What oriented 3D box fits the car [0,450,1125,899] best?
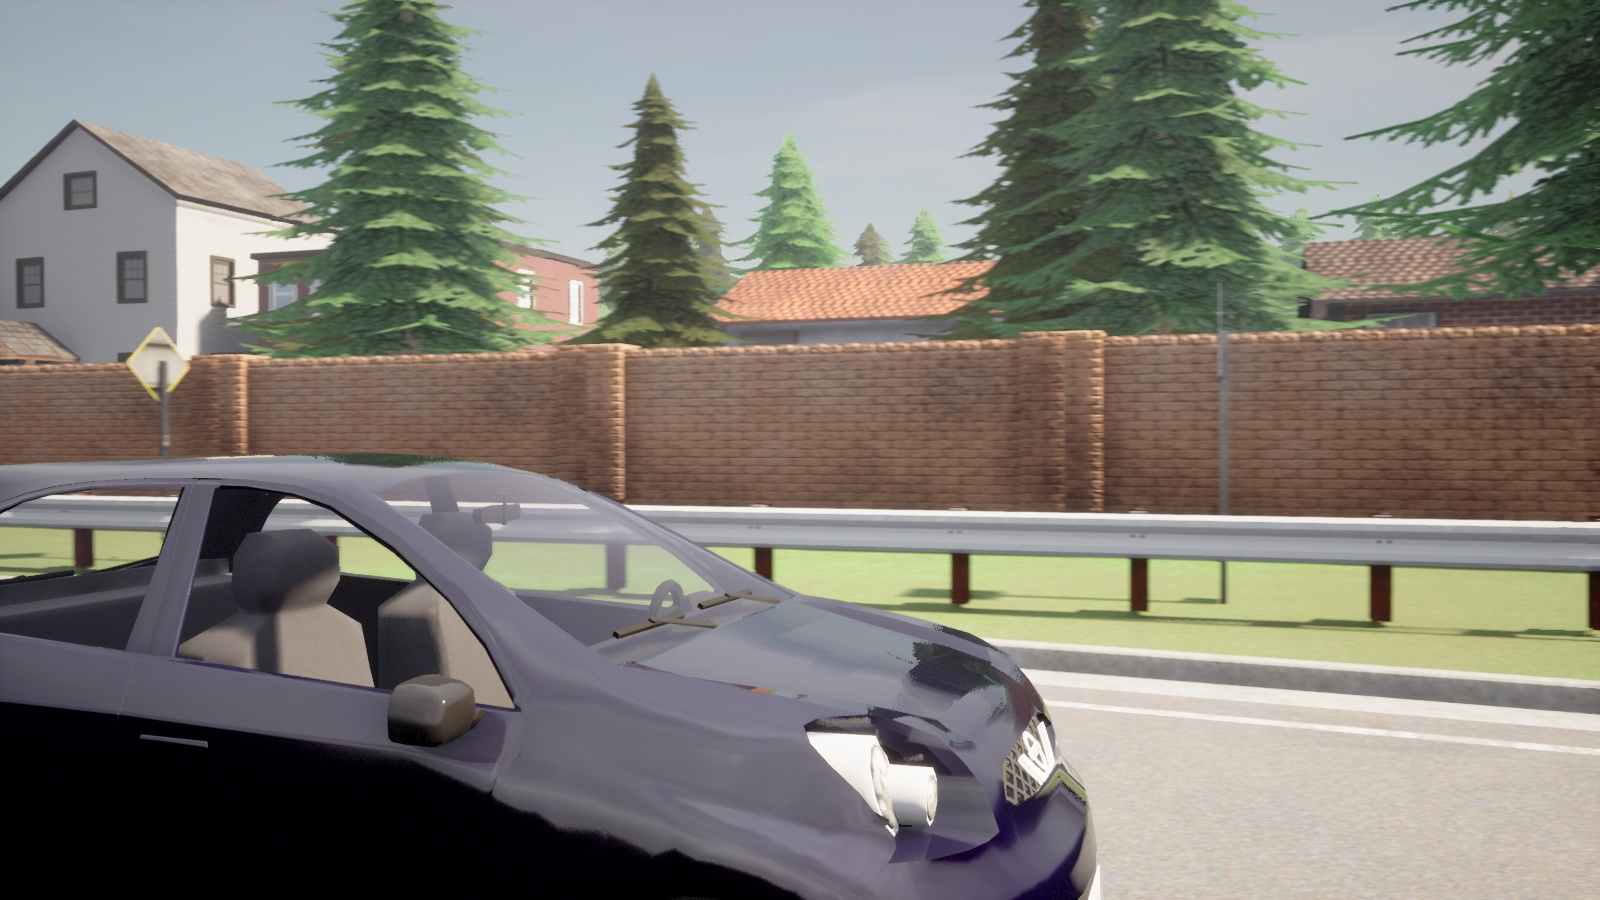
[{"bbox_3d":[-1.030,0.780,3.540,3.633,1.501,1.845,1,1,19],"label":"car"}]
